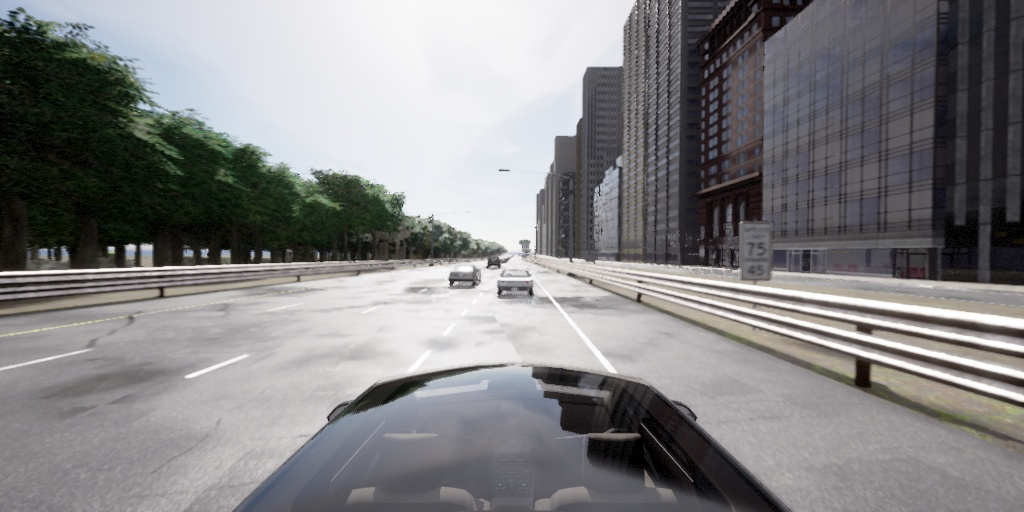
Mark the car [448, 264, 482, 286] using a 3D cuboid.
[{"bbox_3d":[-3.278,1.294,25.622,2.033,1.411,5.357,0,0,1],"label":"car"}]

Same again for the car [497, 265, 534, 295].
[{"bbox_3d":[0.194,1.369,20.183,1.895,1.301,4.718,0,0,1],"label":"car"}]

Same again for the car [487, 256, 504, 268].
[{"bbox_3d":[-2.990,1.029,60.810,2.150,2.045,5.566,0,0,0],"label":"car"}]
